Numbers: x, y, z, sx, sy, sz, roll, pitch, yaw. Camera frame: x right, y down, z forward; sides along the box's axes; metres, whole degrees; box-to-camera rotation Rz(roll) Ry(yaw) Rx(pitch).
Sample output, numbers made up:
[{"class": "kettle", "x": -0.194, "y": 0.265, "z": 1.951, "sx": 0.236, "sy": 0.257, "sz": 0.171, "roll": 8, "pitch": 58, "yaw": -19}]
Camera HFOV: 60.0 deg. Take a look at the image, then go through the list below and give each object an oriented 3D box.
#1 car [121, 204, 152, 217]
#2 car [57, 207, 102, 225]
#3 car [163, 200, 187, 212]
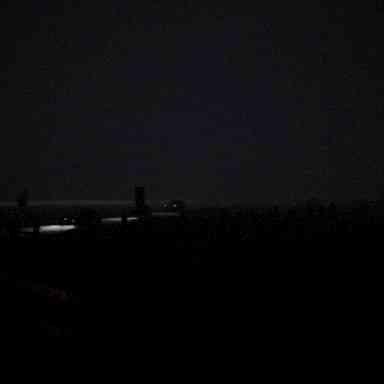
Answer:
[{"class": "car", "x": -6.195, "y": 2.071, "z": 37.422, "sx": 1.994, "sy": 1.385, "sz": 4.181, "roll": -1, "pitch": -1, "yaw": 19}, {"class": "car", "x": -9.346, "y": 1.952, "z": 27.891, "sx": 1.994, "sy": 1.385, "sz": 4.181, "roll": -1, "pitch": -1, "yaw": 16}, {"class": "car", "x": -2.416, "y": 2.002, "z": 48.129, "sx": 2.097, "sy": 1.767, "sz": 4.553, "roll": -1, "pitch": -1, "yaw": 20}]
